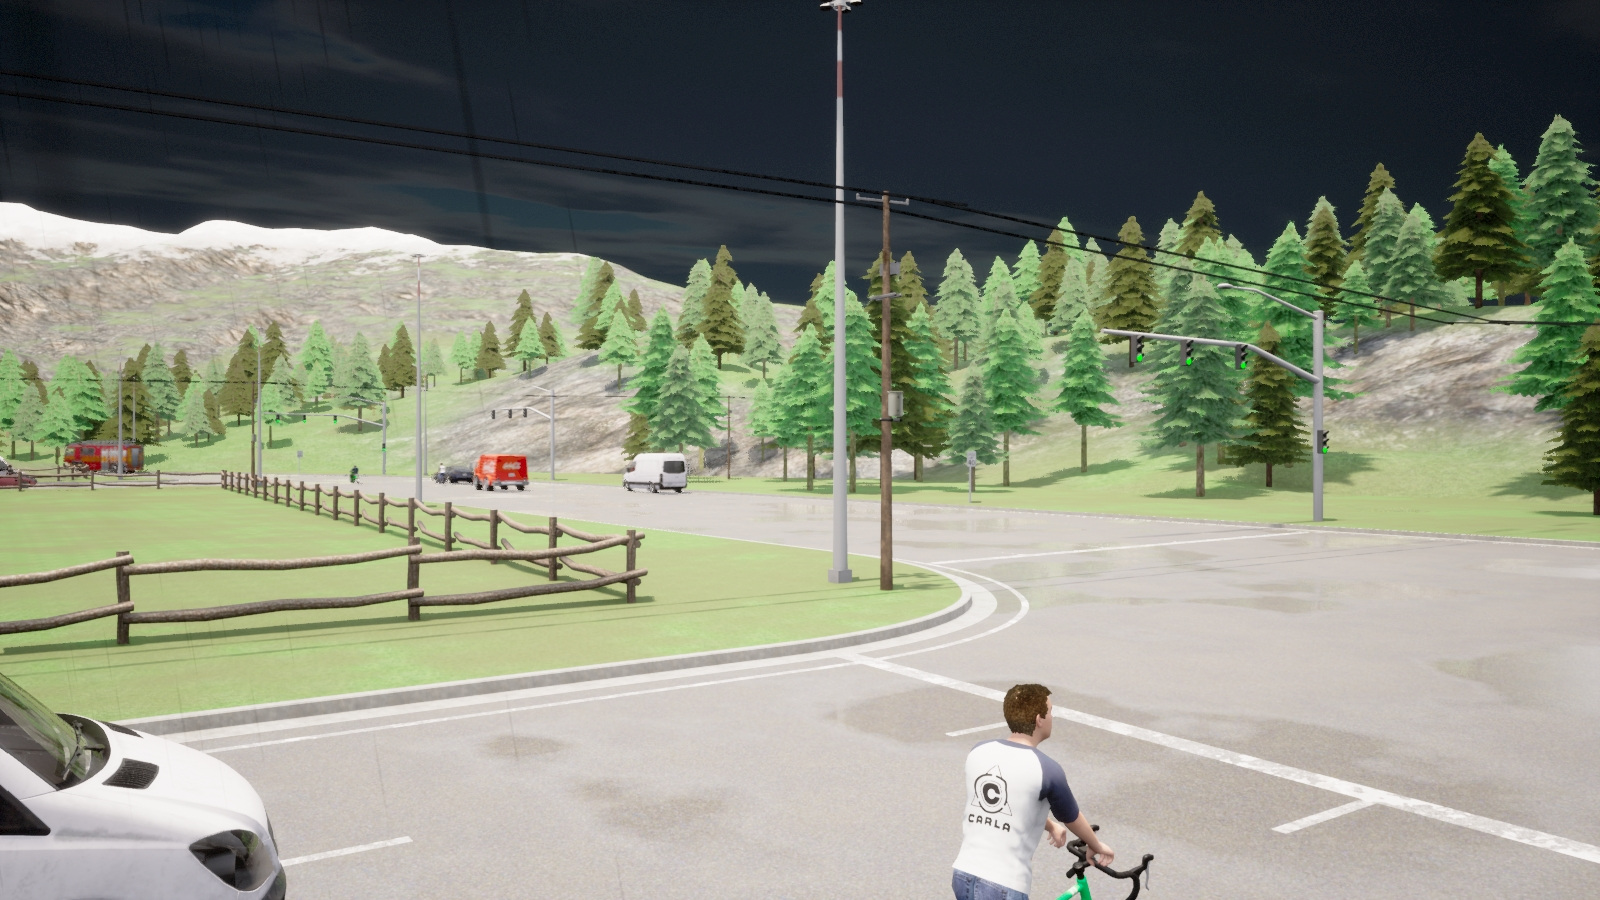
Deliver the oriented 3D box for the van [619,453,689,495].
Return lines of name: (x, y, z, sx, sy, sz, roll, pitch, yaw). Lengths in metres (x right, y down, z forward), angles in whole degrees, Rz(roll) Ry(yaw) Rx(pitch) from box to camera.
van: (-9.557, 1.512, 74.433, 1.988, 2.561, 5.915, 0, 0, -35)

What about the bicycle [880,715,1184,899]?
bicycle: (1.060, 2.053, 4.957, 1.643, 1.496, 0.373, 0, 0, -41)

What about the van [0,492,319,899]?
van: (-5.215, 1.535, 4.399, 5.915, 2.561, 1.988, 0, 0, -35)
